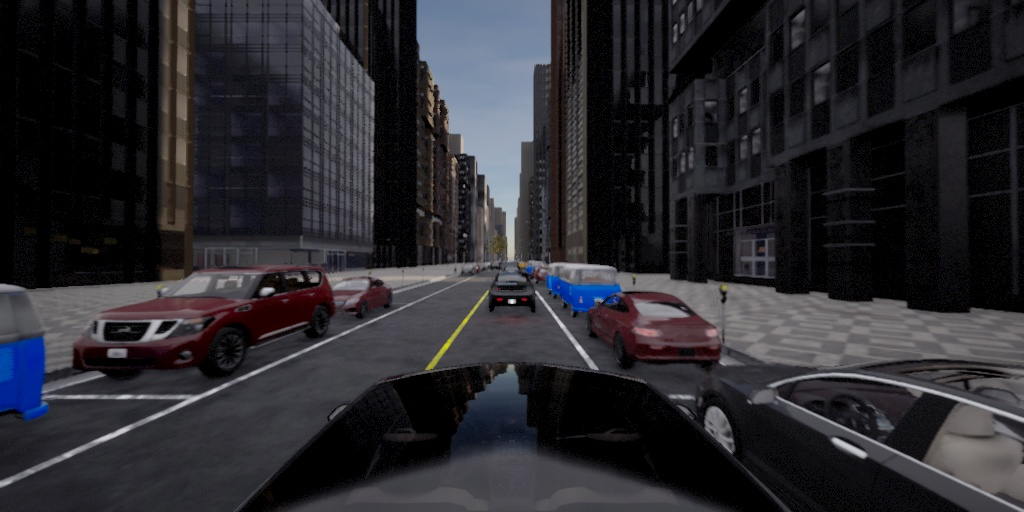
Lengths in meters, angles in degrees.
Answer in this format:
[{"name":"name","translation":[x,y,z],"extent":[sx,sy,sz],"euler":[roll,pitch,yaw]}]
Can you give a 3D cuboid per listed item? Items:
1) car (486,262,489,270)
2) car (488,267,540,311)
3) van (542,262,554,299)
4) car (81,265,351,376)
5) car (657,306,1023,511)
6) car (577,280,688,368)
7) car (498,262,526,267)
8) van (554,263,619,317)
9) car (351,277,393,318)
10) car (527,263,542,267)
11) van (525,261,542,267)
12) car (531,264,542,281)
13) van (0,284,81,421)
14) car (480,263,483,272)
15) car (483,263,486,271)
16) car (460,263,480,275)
[{"name":"car","translation":[-5.757,1.982,64.511],"extent":[1.948,1.339,4.313],"euler":[0,0,0]},{"name":"car","translation":[0.017,1.395,15.355],"extent":[1.837,1.490,4.892],"euler":[0,0,0]},{"name":"van","translation":[2.764,1.268,19.096],"extent":[1.690,1.789,3.998],"euler":[0,0,0]},{"name":"car","translation":[-5.762,1.125,7.741],"extent":[2.192,1.841,5.009],"euler":[0,0,0]},{"name":"car","translation":[2.762,1.304,2.064],"extent":[2.007,1.370,4.403],"euler":[0,0,0]},{"name":"car","translation":[2.763,1.393,7.742],"extent":[1.802,1.307,4.207],"euler":[0,0,0]},{"name":"car","translation":[0.018,1.554,30.353],"extent":[1.837,1.490,4.892],"euler":[0,0,0]},{"name":"van","translation":[2.764,1.209,13.419],"extent":[1.690,1.789,3.998],"euler":[0,0,0]},{"name":"car","translation":[-5.762,1.450,13.418],"extent":[1.802,1.307,4.207],"euler":[0,0,0]},{"name":"car","translation":[2.766,1.691,36.127],"extent":[1.802,1.307,4.207],"euler":[0,0,0]},{"name":"van","translation":[2.766,1.511,41.805],"extent":[1.690,1.789,3.998],"euler":[0,0,0]},{"name":"car","translation":[2.765,1.630,30.450],"extent":[1.802,1.307,4.207],"euler":[0,0,0]},{"name":"van","translation":[-5.763,1.094,2.064],"extent":[1.690,1.789,3.998],"euler":[0,0,0]},{"name":"car","translation":[-5.758,1.733,53.157],"extent":[1.967,1.591,4.097],"euler":[0,0,0]},{"name":"car","translation":[-5.758,1.880,58.664],"extent":[1.751,1.417,4.829],"euler":[0,0,0]},{"name":"car","translation":[-5.759,1.782,47.480],"extent":[2.007,1.370,4.403],"euler":[0,0,0]}]
